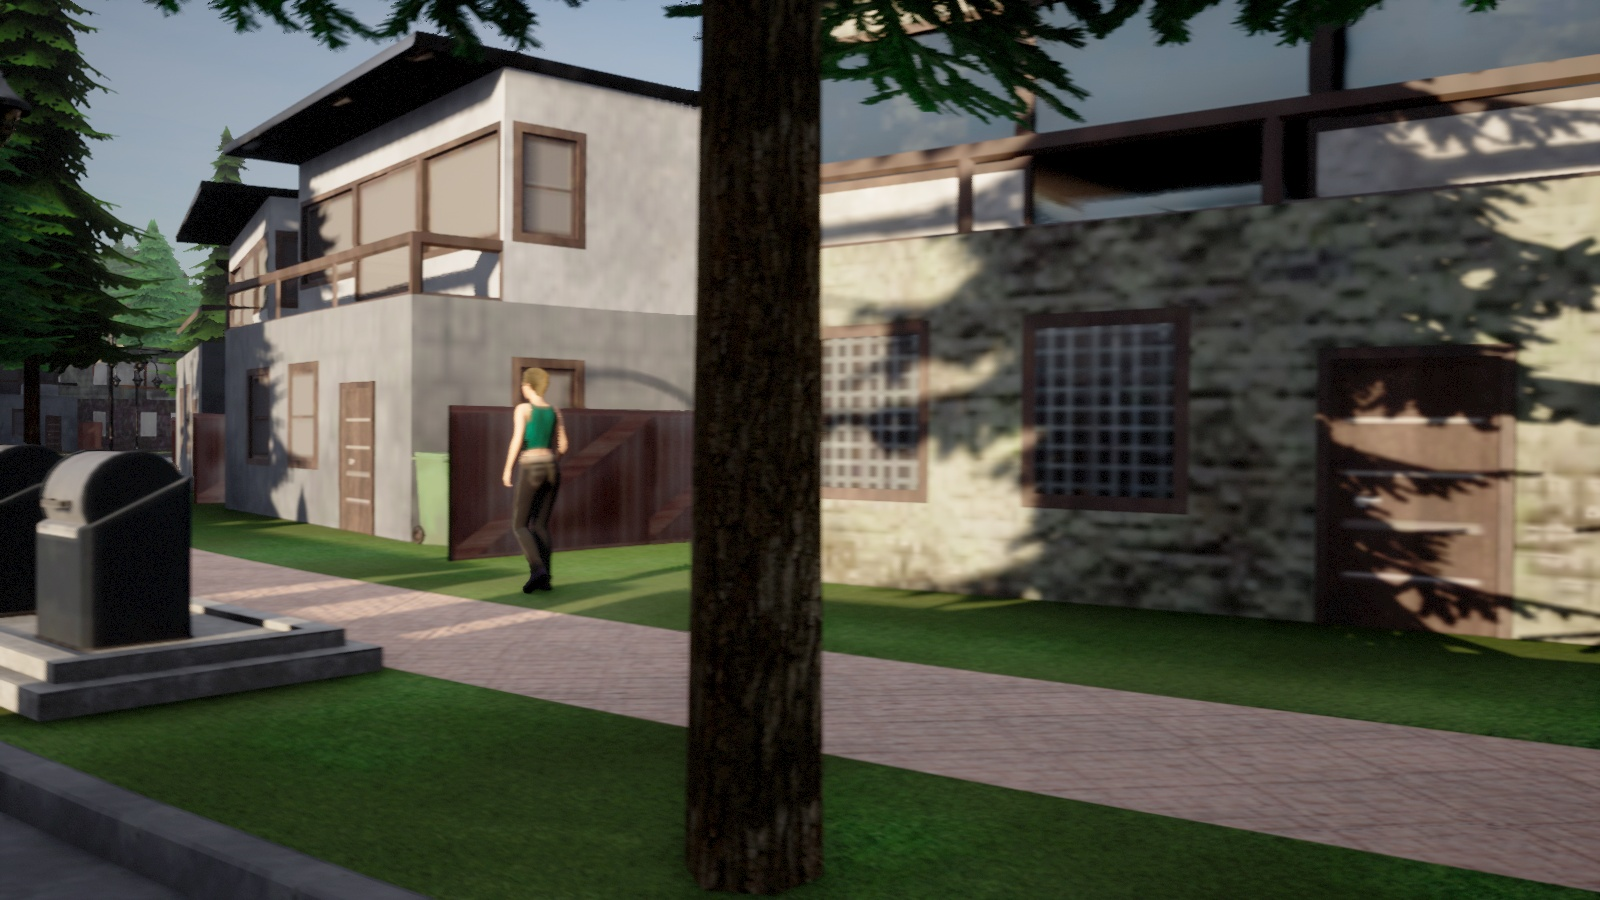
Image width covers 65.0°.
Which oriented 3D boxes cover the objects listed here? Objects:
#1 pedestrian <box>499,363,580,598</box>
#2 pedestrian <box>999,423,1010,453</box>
[{"bbox_3d":[-2.105,0.238,10.143,0.594,1.836,0.345,0,1,44],"label":"pedestrian"},{"bbox_3d":[12.799,-0.756,78.584,0.634,1.846,0.331,0,1,29],"label":"pedestrian"}]
